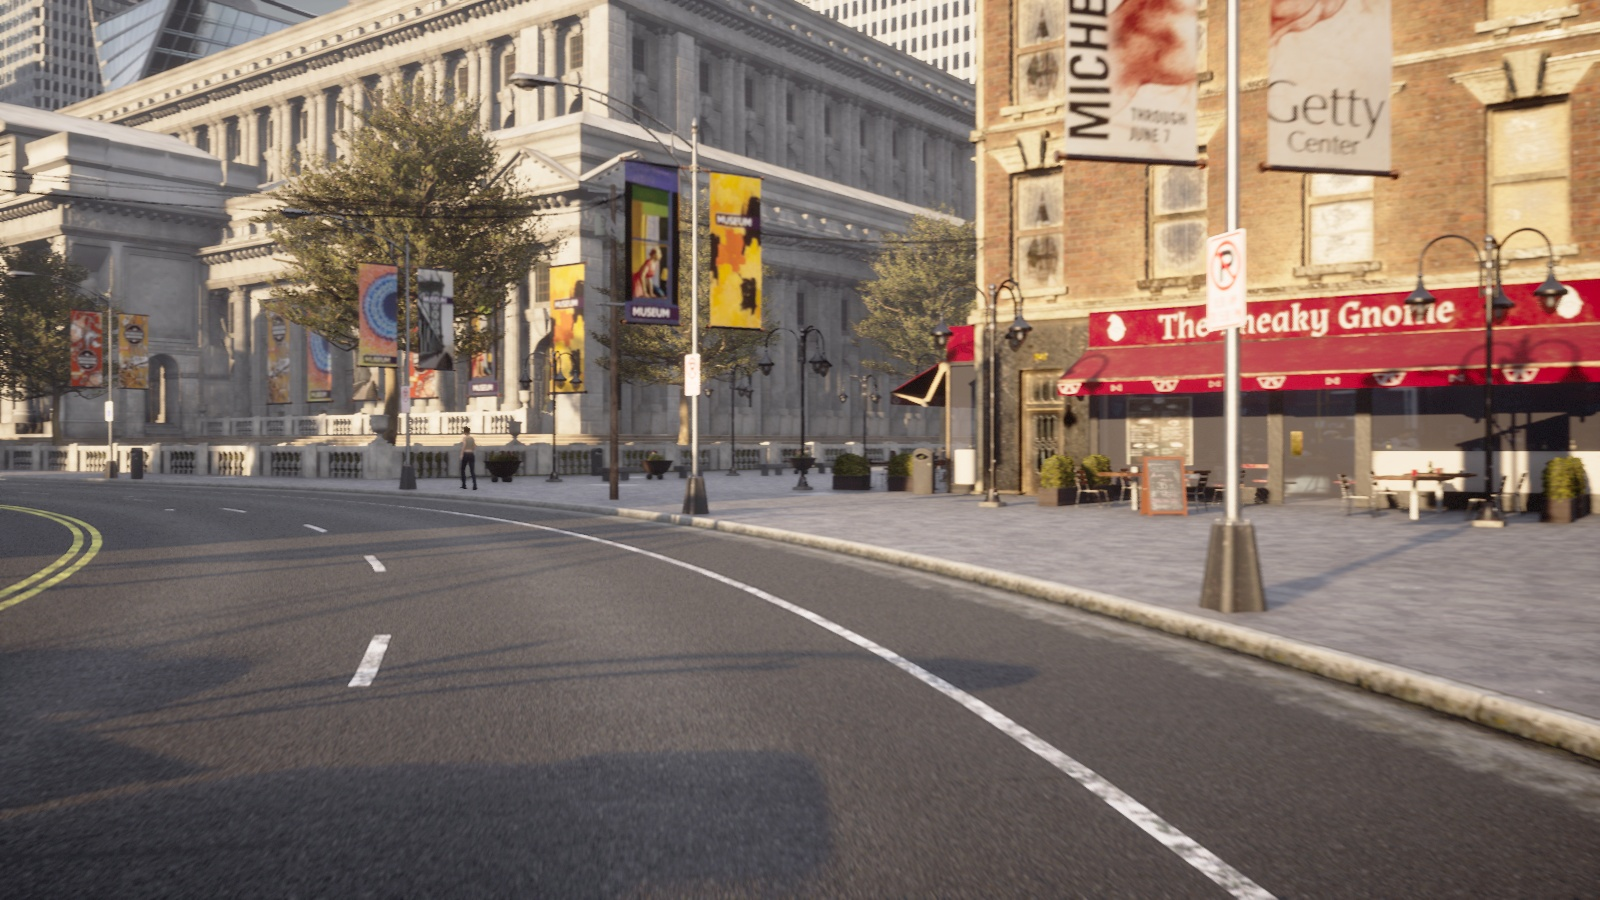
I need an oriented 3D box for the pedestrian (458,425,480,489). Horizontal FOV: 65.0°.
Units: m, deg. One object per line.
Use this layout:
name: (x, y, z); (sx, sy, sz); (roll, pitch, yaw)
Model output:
pedestrian: (-9.498, 0.201, 36.011); (0.345, 1.836, 0.594); (0, 0, -45)
